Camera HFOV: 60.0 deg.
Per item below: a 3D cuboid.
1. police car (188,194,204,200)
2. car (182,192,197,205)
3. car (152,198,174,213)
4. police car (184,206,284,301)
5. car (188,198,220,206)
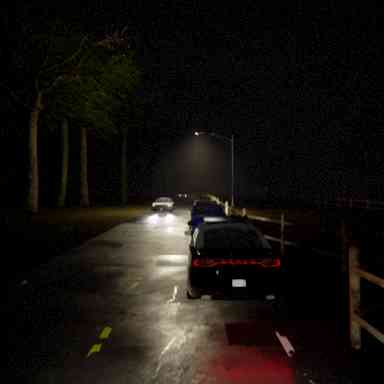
[{"bbox_3d":[0.860,1.223,24.472,1.930,1.638,5.238,0,1,0],"label":"police car"},{"bbox_3d":[0.084,1.041,44.999,2.033,1.411,5.357,0,1,1],"label":"car"},{"bbox_3d":[-2.804,1.282,32.624,1.895,1.301,4.718,0,1,0],"label":"car"},{"bbox_3d":[0.838,1.393,8.470,1.930,1.638,5.238,0,0,0],"label":"police car"},{"bbox_3d":[0.851,1.356,18.361,1.882,1.535,5.008,0,1,0],"label":"car"}]
